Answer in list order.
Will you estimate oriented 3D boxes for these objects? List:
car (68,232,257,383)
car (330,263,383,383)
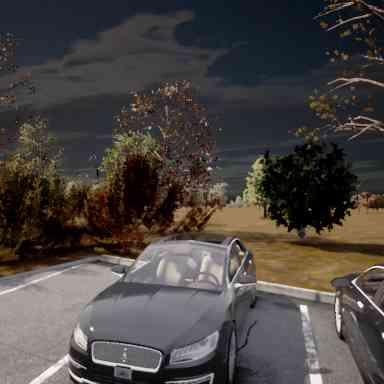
[{"bbox_3d":[-0.003,1.488,5.509,2.231,1.521,4.892,1,-1,16],"label":"car"},{"bbox_3d":[2.755,1.486,3.531,2.231,1.521,4.892,0,-1,15],"label":"car"}]
